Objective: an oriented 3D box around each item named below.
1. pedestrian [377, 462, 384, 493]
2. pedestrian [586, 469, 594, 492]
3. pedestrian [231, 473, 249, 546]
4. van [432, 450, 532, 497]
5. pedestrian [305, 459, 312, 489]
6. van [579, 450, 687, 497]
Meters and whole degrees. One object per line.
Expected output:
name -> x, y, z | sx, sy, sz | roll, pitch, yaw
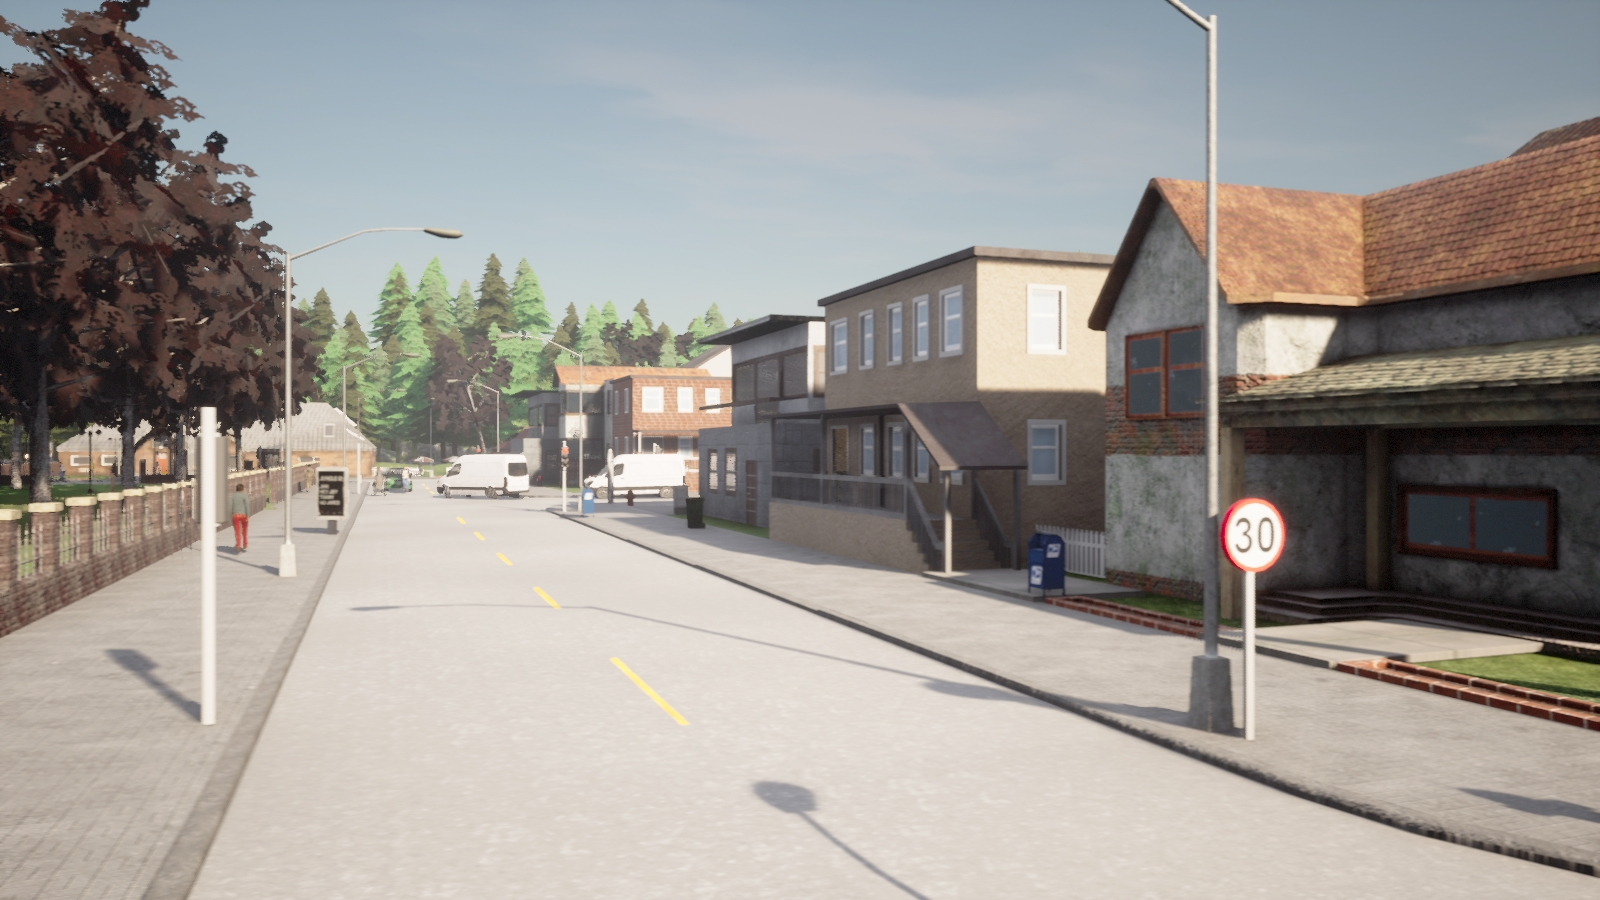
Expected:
pedestrian -> -25.139, 1.628, 68.438 | 0.375, 1.860, 0.375 | 0, 0, -16
pedestrian -> -12.421, 1.796, 67.582 | 0.375, 1.300, 0.375 | 0, 0, -40
pedestrian -> -14.475, 1.524, 29.521 | 0.375, 1.860, 0.375 | 0, 0, -18
van -> -18.418, 1.314, 66.135 | 5.915, 2.561, 1.988 | 0, 1, 31
pedestrian -> -30.716, 1.524, 71.422 | 0.375, 1.860, 0.375 | 0, 0, -20
van -> -9.635, 1.312, 65.938 | 5.915, 2.561, 1.988 | 0, 0, -20
